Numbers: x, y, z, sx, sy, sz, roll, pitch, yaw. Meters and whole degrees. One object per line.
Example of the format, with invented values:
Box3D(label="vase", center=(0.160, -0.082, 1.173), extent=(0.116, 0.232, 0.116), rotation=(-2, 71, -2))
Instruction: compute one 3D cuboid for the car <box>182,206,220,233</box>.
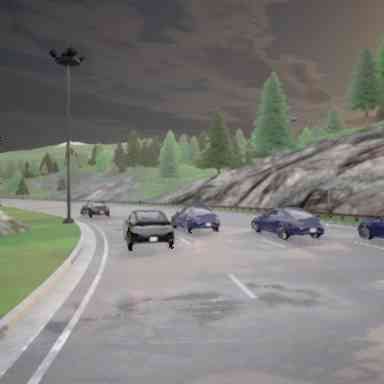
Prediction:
Box3D(label="car", center=(0.151, 1.527, 19.534), extent=(1.812, 1.442, 4.674), rotation=(0, 0, -18))

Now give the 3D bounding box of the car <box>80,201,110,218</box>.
Box3D(label="car", center=(-9.065, 1.605, 31.087), extent=(1.812, 1.442, 4.674), rotation=(0, 0, -31))

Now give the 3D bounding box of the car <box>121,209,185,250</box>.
Box3D(label="car", center=(-1.989, 1.510, 14.471), extent=(2.128, 1.511, 4.902), rotation=(0, 0, -14))

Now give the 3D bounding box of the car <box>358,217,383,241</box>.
Box3D(label="car", center=(8.940, 1.453, 13.609), extent=(1.812, 1.442, 4.674), rotation=(0, 0, -11))

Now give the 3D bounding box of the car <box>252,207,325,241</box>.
Box3D(label="car", center=(4.654, 1.489, 16.594), extent=(1.812, 1.442, 4.674), rotation=(0, 0, -15))
